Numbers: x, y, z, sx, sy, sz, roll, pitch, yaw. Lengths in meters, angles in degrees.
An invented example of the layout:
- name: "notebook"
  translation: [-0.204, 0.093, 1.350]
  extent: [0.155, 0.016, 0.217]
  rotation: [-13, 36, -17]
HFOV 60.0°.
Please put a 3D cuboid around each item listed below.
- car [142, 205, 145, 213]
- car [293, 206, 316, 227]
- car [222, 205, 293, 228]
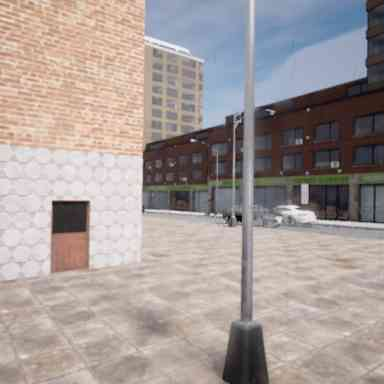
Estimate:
- name: "car"
  translation: [-8.075, 2.122, 45.513]
  extent: [1.812, 1.442, 4.674]
  rotation: [1, -2, -35]
- name: "car"
  translation: [6.840, 1.720, 24.486]
  extent: [1.812, 1.442, 4.674]
  rotation: [1, -1, -35]
- name: "car"
  translation: [4.166, 1.637, 23.158]
  extent: [2.128, 1.511, 4.902]
  rotation: [1, -1, -35]
